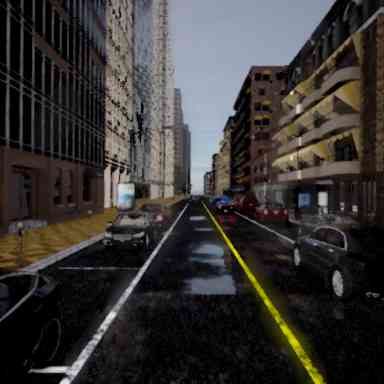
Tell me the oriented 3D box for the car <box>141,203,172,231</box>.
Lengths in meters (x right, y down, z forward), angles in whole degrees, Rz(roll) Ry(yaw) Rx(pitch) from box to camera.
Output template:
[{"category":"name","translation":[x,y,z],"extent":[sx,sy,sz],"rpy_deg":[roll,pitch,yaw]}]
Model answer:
[{"category":"car","translation":[-2.467,1.435,19.997],"extent":[1.967,1.590,4.097],"rpy_deg":[0,0,1]}]

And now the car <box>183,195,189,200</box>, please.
[{"category":"car","translation":[-1.575,1.537,93.423],"extent":[1.967,1.590,4.097],"rpy_deg":[0,0,1]}]

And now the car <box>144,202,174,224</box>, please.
[{"category":"car","translation":[-2.401,1.525,25.474],"extent":[1.752,1.417,4.829],"rpy_deg":[0,0,1]}]

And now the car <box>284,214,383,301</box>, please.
[{"category":"car","translation":[3.981,1.542,8.386],"extent":[1.837,1.490,4.892],"rpy_deg":[0,0,1]}]

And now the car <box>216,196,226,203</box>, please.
[{"category":"car","translation":[6.598,1.701,76.376],"extent":[1.947,1.339,4.313],"rpy_deg":[0,0,1]}]

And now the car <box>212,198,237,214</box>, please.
[{"category":"car","translation":[3.497,1.659,36.548],"extent":[1.895,1.301,4.718],"rpy_deg":[0,0,1]}]

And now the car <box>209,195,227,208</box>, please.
[{"category":"car","translation":[3.578,1.548,48.530],"extent":[1.882,1.535,5.008],"rpy_deg":[0,0,1]}]

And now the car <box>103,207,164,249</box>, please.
[{"category":"car","translation":[-2.536,1.540,14.348],"extent":[2.008,1.369,4.403],"rpy_deg":[1,0,1]}]

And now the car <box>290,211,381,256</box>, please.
[{"category":"car","translation":[5.843,1.607,14.247],"extent":[2.008,1.369,4.403],"rpy_deg":[0,0,1]}]

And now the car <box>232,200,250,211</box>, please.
[{"category":"car","translation":[6.186,1.667,42.487],"extent":[1.802,1.307,4.206],"rpy_deg":[0,0,1]}]

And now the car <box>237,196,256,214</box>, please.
[{"category":"car","translation":[6.120,1.394,36.839],"extent":[2.192,1.841,5.009],"rpy_deg":[0,0,1]}]

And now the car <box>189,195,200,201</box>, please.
[{"category":"car","translation":[1.042,1.459,87.393],"extent":[2.097,1.767,4.553],"rpy_deg":[0,0,1]}]

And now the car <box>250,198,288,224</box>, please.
[{"category":"car","translation":[5.981,1.507,25.542],"extent":[1.967,1.590,4.097],"rpy_deg":[0,0,1]}]

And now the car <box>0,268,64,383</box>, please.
[{"category":"car","translation":[-2.674,1.546,3.052],"extent":[1.947,1.339,4.313],"rpy_deg":[1,0,1]}]
